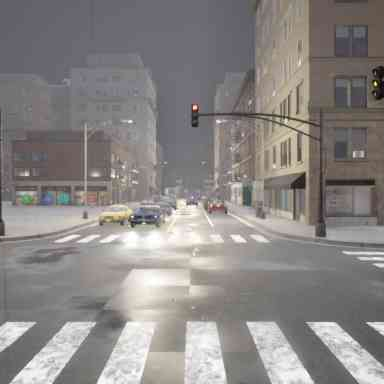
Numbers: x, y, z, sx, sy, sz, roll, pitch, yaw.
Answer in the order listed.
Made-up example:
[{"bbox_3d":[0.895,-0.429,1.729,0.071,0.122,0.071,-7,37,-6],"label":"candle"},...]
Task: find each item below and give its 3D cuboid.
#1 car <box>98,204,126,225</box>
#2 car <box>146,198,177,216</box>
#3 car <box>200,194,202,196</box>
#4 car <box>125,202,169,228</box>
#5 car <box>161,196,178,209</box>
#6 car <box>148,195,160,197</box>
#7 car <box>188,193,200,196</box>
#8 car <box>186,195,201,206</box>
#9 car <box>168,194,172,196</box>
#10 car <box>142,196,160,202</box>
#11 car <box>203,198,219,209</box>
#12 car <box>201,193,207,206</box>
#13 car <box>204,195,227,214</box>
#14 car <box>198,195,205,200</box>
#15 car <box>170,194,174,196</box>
[{"bbox_3d":[-5.389,1.526,23.829,1.752,1.417,4.829,0,0,0],"label":"car"},{"bbox_3d":[-2.857,1.548,32.257,2.033,1.411,5.357,0,0,0],"label":"car"},{"bbox_3d":[2.633,1.555,69.294,2.008,1.369,4.403,0,0,0],"label":"car"},{"bbox_3d":[-2.883,1.601,22.520,1.895,1.301,4.718,0,0,1],"label":"car"},{"bbox_3d":[-2.844,1.528,42.098,1.812,1.442,4.674,0,0,0],"label":"car"},{"bbox_3d":[-5.390,1.317,46.647,2.192,1.841,5.009,0,0,0],"label":"car"},{"bbox_3d":[-0.004,1.225,64.116,2.150,2.045,5.566,0,0,0],"label":"car"},{"bbox_3d":[-0.003,1.604,53.814,1.895,1.301,4.718,0,0,0],"label":"car"},{"bbox_3d":[-5.391,1.586,63.632,1.802,1.307,4.206,0,0,0],"label":"car"},{"bbox_3d":[-5.390,1.553,40.984,2.008,1.369,4.403,0,0,0],"label":"car"},{"bbox_3d":[2.635,1.568,46.647,1.947,1.339,4.313,0,0,0],"label":"car"},{"bbox_3d":[2.635,1.317,40.985,2.192,1.841,5.009,0,0,0],"label":"car"},{"bbox_3d":[2.635,1.441,35.322,1.967,1.590,4.097,0,0,0],"label":"car"},{"bbox_3d":[2.632,1.575,91.942,1.947,1.339,4.313,0,0,0],"label":"car"},{"bbox_3d":[-5.392,1.530,69.124,1.752,1.417,4.829,0,0,0],"label":"car"}]
